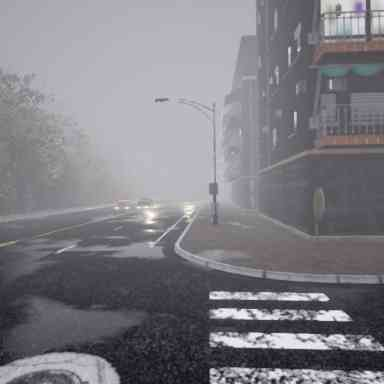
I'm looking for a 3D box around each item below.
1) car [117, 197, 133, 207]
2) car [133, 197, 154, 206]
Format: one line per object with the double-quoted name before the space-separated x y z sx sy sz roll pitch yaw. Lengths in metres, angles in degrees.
"car" -10.682 1.532 53.809 1.882 1.535 5.008 -1 0 3
"car" -7.437 1.556 53.623 2.033 1.411 5.357 -1 0 3
